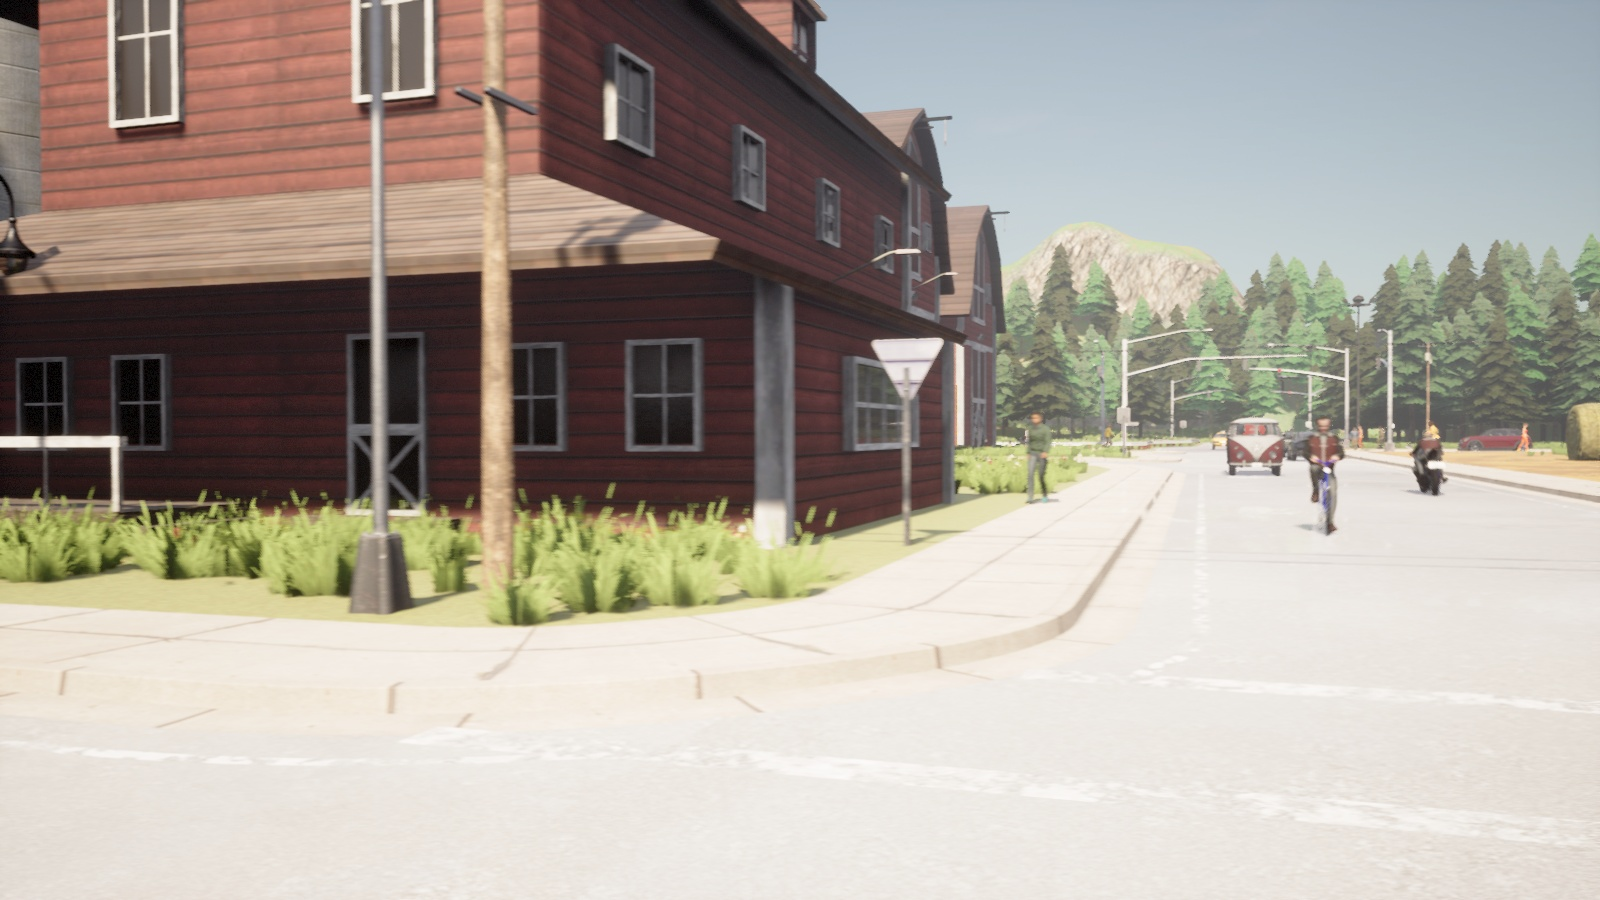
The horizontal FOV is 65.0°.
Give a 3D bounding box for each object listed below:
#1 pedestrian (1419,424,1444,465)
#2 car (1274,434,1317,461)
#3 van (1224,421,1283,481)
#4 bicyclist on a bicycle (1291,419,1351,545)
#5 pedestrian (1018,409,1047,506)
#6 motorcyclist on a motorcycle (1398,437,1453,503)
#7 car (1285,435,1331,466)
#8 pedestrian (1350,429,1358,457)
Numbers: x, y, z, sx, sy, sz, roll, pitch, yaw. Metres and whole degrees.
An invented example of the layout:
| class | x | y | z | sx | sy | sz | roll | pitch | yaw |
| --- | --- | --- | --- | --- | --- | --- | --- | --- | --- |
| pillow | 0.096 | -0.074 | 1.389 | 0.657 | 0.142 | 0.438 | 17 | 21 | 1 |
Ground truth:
| class | x | y | z | sx | sy | sz | roll | pitch | yaw |
| --- | --- | --- | --- | --- | --- | --- | --- | --- | --- |
| pedestrian | 29.244 | -0.251 | 58.136 | 0.900 | 1.855 | 0.874 | 1 | 1 | 36 |
| car | 28.884 | -0.186 | 73.347 | 2.007 | 1.525 | 4.514 | 1 | 1 | 18 |
| van | 15.788 | -0.004 | 43.890 | 1.775 | 1.987 | 4.442 | 0 | 1 | 18 |
| bicyclist on a bicycle | 7.728 | 0.437 | 18.698 | 0.659 | 1.776 | 1.843 | 0 | 1 | 18 |
| pedestrian | 4.475 | 0.141 | 24.142 | 0.353 | 1.847 | 0.614 | 1 | 1 | 31 |
| motorcyclist on a motorcycle | 15.189 | 0.461 | 30.538 | 0.866 | 1.530 | 2.191 | 0 | 1 | 18 |
| car | 26.093 | -0.011 | 64.623 | 1.837 | 1.490 | 4.892 | 0 | 1 | 17 |
| pedestrian | 39.271 | -0.497 | 89.030 | 0.423 | 1.949 | 0.788 | 1 | 1 | 27 |
